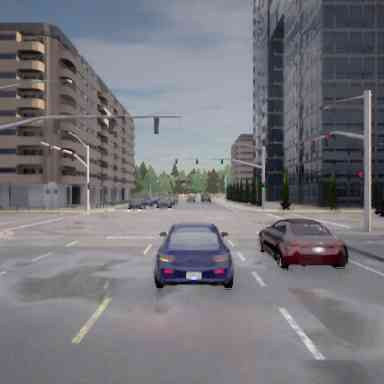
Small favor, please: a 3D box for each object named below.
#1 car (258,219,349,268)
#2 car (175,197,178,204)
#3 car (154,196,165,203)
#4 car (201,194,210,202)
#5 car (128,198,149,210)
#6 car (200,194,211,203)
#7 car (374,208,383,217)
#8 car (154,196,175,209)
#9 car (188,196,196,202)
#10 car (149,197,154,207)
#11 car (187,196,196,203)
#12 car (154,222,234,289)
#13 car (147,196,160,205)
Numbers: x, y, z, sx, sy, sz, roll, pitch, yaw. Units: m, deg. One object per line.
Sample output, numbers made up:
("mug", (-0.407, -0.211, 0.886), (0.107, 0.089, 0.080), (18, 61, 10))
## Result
("car", (3.558, 1.593, 11.347), (1.994, 1.385, 4.181), (0, 0, 0))
("car", (-3.940, 1.674, 58.347), (1.812, 1.442, 4.674), (0, 0, 1))
("car", (-7.196, 1.684, 73.967), (1.837, 1.490, 4.892), (0, 0, 1))
("car", (3.451, 1.448, 87.679), (2.150, 2.045, 5.566), (0, 0, 1))
("car", (-7.504, 1.622, 45.898), (1.837, 1.490, 4.892), (0, 0, 1))
("car", (3.343, 1.552, 77.516), (2.097, 1.767, 4.553), (0, 0, 1))
("car", (19.456, 1.733, 30.556), (4.718, 1.301, 1.895), (0, 0, 0))
("car", (-3.994, 1.477, 48.860), (2.097, 1.767, 4.553), (0, 0, 0))
("car", (-0.050, 1.748, 87.651), (2.128, 1.511, 4.902), (0, 0, 1))
("car", (-7.466, 1.704, 54.792), (1.994, 1.385, 4.181), (0, 0, 2))
("car", (-0.159, 1.737, 77.307), (2.033, 1.411, 5.357), (0, 0, 1))
("car", (0.051, 1.549, 9.129), (1.812, 1.442, 4.674), (0, 0, 0))
("car", (-7.355, 1.640, 63.609), (1.882, 1.535, 5.008), (0, 0, 1))
